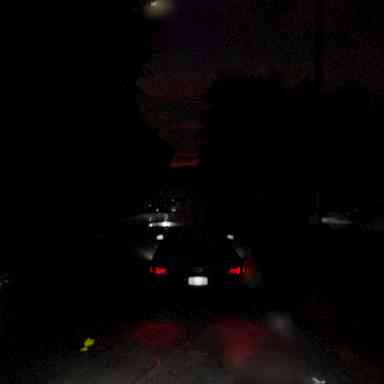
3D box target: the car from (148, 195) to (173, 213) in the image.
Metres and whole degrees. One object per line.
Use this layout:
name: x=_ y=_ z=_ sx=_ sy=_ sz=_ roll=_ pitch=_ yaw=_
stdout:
car: x=-3.171 y=1.317 z=32.669 sx=1.895 sy=1.301 sz=4.718 roll=0 pitch=1 yaw=0

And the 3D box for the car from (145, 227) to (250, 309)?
car: x=0.083 y=1.506 z=7.811 sx=1.994 sy=1.385 sz=4.181 roll=0 pitch=0 yaw=-1

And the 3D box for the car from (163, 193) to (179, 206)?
car: x=-3.184 y=0.953 z=44.534 sx=2.097 sy=1.767 sz=4.553 roll=0 pitch=1 yaw=0

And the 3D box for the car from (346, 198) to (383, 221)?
car: x=13.000 y=1.167 z=22.679 sx=4.674 sy=1.442 sz=1.812 roll=-1 pitch=2 yaw=2

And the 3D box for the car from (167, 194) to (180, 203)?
car: x=-3.162 y=1.065 z=56.201 sx=1.895 sy=1.301 sz=4.718 roll=0 pitch=1 yaw=0
